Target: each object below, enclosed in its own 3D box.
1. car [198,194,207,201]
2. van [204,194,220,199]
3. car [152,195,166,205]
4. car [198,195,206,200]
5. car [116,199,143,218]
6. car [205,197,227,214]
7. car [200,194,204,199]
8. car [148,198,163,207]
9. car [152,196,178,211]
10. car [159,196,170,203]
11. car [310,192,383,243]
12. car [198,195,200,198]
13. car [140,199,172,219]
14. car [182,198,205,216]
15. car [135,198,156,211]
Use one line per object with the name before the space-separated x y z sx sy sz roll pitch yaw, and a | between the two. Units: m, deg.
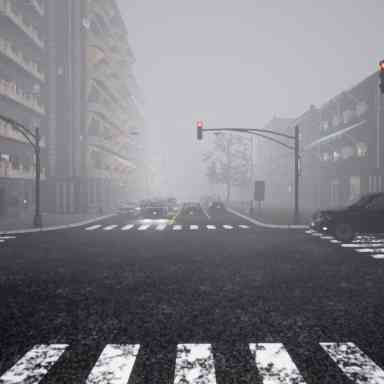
car | 2.678 1.396 85.508 1.967 1.590 4.097 0 0 0
van | 2.682 1.327 41.240 1.690 1.788 3.998 0 0 0
car | -5.700 1.417 57.847 1.967 1.590 4.097 0 0 0
car | 2.679 1.495 91.041 1.887 1.381 4.507 0 0 0
car | -5.696 1.542 30.180 2.008 1.369 4.403 0 0 0
car | 2.684 1.555 35.707 1.947 1.339 4.313 0 0 0
car | 2.682 1.420 52.308 1.967 1.590 4.097 0 0 0
car | -5.698 1.562 52.314 1.802 1.307 4.206 0 0 0
car | -3.103 1.535 38.689 2.033 1.411 5.357 0 0 0
car | -5.699 1.551 68.915 1.802 1.307 4.206 0 0 0
car | 8.170 1.042 14.615 5.566 2.045 2.150 -1 1 5
car | 2.679 1.280 74.441 2.192 1.841 5.009 0 0 0
car | -3.112 1.556 29.341 1.994 1.385 4.181 0 0 -1
car | 0.021 1.591 32.652 1.895 1.301 4.718 0 0 1
car | -5.697 1.531 41.247 1.887 1.381 4.507 0 0 0
